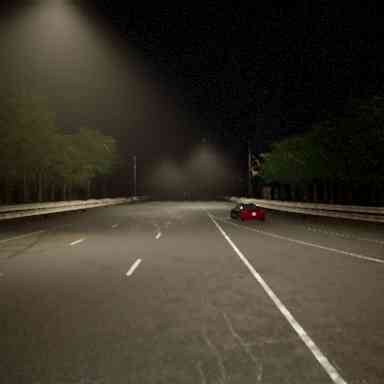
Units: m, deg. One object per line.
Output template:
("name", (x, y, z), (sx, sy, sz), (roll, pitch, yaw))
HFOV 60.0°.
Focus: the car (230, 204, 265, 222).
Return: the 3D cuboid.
("car", (4.399, 1.625, 26.937), (1.994, 1.385, 4.181), (0, 0, -7))
